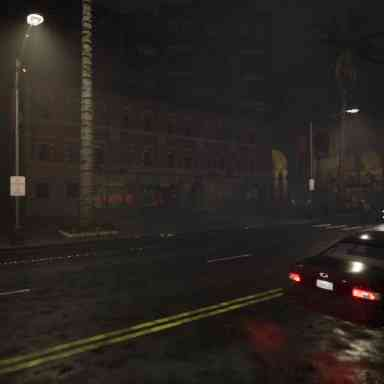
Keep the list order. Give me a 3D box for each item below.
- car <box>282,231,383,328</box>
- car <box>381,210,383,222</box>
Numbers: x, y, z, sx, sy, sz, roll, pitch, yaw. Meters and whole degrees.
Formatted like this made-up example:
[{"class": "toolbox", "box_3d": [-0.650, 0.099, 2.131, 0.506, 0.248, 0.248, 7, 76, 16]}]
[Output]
[{"class": "car", "box_3d": [4.182, 1.547, 6.844, 5.357, 1.411, 2.033, 0, 0, -36]}, {"class": "car", "box_3d": [15.702, 1.349, 24.126, 4.553, 1.767, 2.097, 0, 0, -36]}]
